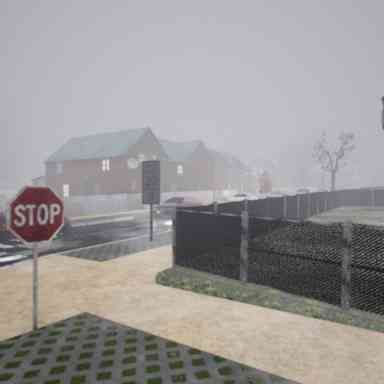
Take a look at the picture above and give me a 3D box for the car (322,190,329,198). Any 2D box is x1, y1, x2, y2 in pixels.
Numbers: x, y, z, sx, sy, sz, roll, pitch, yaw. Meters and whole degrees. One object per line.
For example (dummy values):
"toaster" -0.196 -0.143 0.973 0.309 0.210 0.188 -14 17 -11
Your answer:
"car" 19.830 0.344 50.134 1.895 1.301 4.718 0 1 33

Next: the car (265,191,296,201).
"car" 10.799 0.557 41.531 2.033 1.411 5.357 0 1 34

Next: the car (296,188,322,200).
"car" 14.406 0.311 41.812 2.097 1.767 4.553 0 1 34

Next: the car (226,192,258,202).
"car" 5.056 0.772 32.896 1.812 1.442 4.674 0 1 33

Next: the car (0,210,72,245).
"car" -7.440 1.339 14.471 1.994 1.385 4.181 0 1 39

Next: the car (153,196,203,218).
"car" -0.938 1.028 23.815 1.812 1.442 4.674 0 1 33
